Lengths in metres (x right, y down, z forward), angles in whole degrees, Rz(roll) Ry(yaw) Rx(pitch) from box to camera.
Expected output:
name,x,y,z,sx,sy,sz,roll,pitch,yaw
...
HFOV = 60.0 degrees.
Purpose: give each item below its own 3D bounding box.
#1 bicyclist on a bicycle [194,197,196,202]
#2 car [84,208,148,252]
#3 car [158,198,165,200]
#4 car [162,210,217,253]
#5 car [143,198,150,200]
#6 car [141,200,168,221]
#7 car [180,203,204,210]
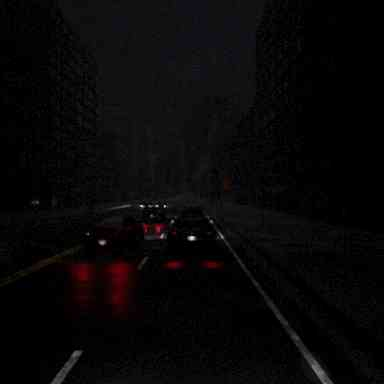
name,x,y,z,sx,sy,sz,roll,pitch,yaw
bicyclist on a bicycle,0.880,2.229,89.668,0.582,1.620,1.656,0,-1,0
car,-3.247,1.656,14.383,1.812,1.442,4.674,0,0,0
car,-6.512,2.071,70.980,1.837,1.490,4.892,0,-1,0
car,0.001,1.694,14.316,1.994,1.385,4.181,0,0,0
car,-9.762,2.095,70.978,1.812,1.442,4.674,0,-1,0
car,-3.250,1.743,29.292,2.128,1.511,4.902,0,0,0
car,-0.001,1.758,29.305,1.837,1.490,4.892,0,0,0
